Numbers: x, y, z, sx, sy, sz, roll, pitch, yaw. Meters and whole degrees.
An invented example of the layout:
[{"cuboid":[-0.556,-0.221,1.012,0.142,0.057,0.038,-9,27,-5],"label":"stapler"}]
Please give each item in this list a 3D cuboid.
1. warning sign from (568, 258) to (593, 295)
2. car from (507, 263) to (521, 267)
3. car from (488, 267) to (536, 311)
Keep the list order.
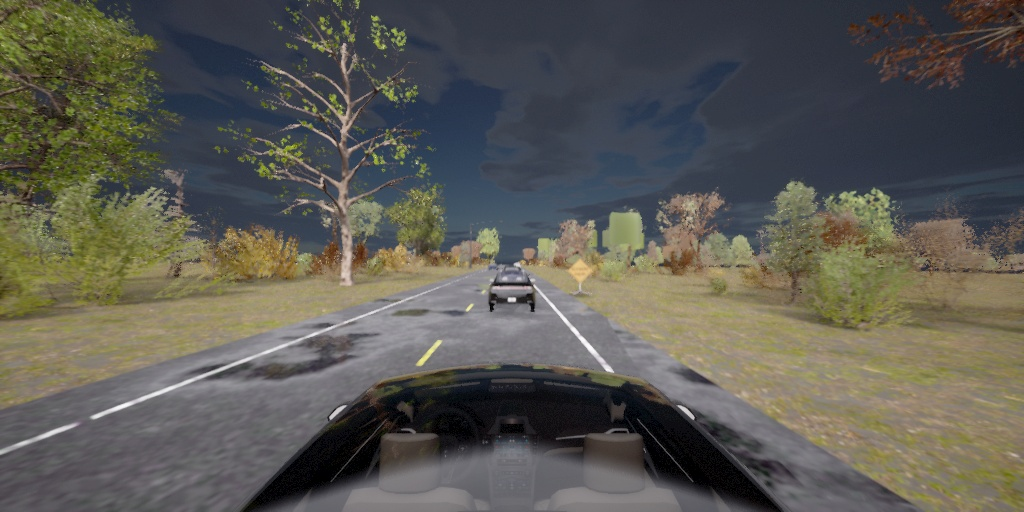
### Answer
[{"cuboid":[3.541,1.050,18.593,1.300,1.860,1.060,0,0,0],"label":"warning sign"},{"cuboid":[0.008,1.580,30.348,1.837,1.490,4.892,0,0,1],"label":"car"},{"cuboid":[0.015,1.391,15.355,2.128,1.511,4.902,0,-1,1],"label":"car"}]
